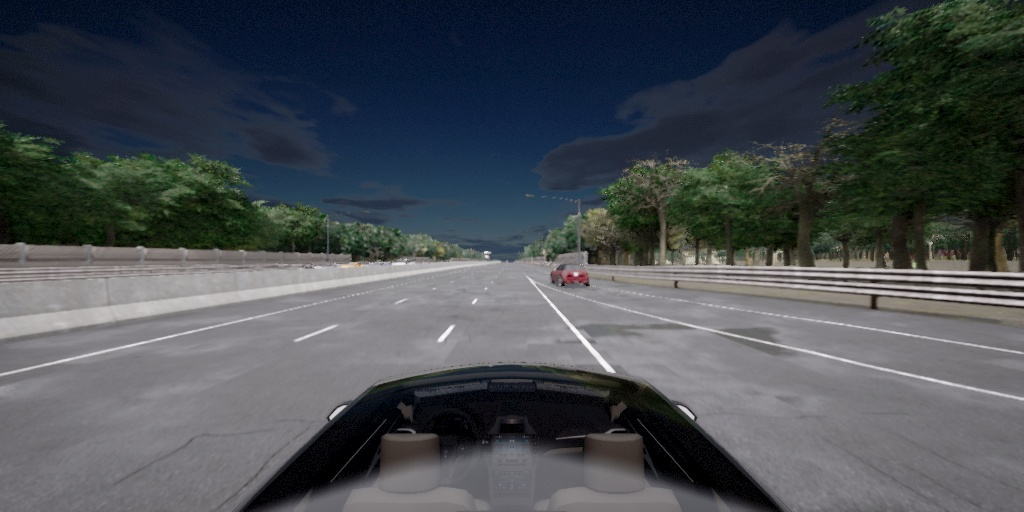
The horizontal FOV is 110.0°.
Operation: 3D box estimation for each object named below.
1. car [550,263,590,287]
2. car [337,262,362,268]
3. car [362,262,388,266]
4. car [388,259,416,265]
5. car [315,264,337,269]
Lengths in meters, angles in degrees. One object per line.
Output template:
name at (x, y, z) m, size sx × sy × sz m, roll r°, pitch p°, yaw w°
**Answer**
car at (4.284, 1.343, 27.271) m, size 2.097 × 1.767 × 4.553 m, roll 0°, pitch -1°, yaw -6°
car at (-24.542, 1.742, 55.569) m, size 1.882 × 1.535 × 5.008 m, roll 0°, pitch -1°, yaw 1°
car at (-21.031, 1.820, 56.464) m, size 2.033 × 1.411 × 5.357 m, roll 0°, pitch -1°, yaw 1°
car at (-17.532, 1.504, 57.541) m, size 2.150 × 2.045 × 5.566 m, roll 0°, pitch -1°, yaw 0°
car at (-28.040, 1.857, 54.781) m, size 1.895 × 1.301 × 4.718 m, roll 0°, pitch -1°, yaw 1°
